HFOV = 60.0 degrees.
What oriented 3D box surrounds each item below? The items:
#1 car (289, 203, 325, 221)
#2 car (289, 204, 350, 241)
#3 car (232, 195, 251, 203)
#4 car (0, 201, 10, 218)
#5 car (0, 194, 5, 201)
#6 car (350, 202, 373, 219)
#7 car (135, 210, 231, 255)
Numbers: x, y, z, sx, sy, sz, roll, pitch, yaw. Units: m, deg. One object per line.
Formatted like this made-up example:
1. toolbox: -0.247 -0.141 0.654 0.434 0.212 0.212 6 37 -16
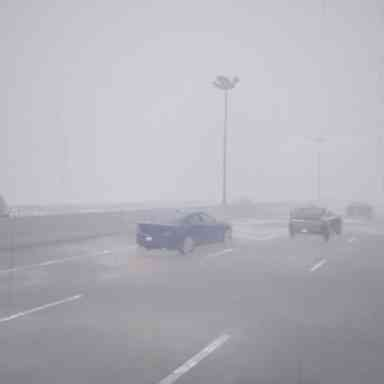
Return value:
1. car: 10.205 1.717 29.244 1.895 1.301 4.718 1 0 33
2. car: 6.508 1.563 17.263 2.128 1.511 4.902 1 0 34
3. car: 7.747 1.259 51.151 1.837 1.490 4.892 1 0 33
4. car: -11.390 1.371 15.895 1.882 1.535 5.008 1 0 33
5. car: -15.461 1.080 22.436 2.150 2.045 5.566 1 0 33
6. car: 16.115 1.654 31.854 1.882 1.535 5.008 1 0 33
7. car: -0.125 1.482 13.551 1.882 1.535 5.008 1 0 33
